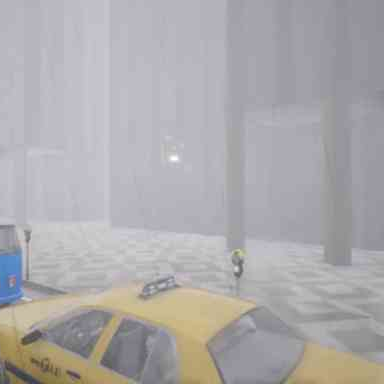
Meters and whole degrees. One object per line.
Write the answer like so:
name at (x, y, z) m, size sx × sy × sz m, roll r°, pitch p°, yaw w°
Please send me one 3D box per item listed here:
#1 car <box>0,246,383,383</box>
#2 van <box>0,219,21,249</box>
car at (-0.531, 1.526, 3.346) m, size 4.829 × 1.417 × 1.752 m, roll 0°, pitch 0°, yaw 36°
van at (-4.982, 1.344, 6.522) m, size 3.998 × 1.788 × 1.690 m, roll 0°, pitch 0°, yaw 36°
